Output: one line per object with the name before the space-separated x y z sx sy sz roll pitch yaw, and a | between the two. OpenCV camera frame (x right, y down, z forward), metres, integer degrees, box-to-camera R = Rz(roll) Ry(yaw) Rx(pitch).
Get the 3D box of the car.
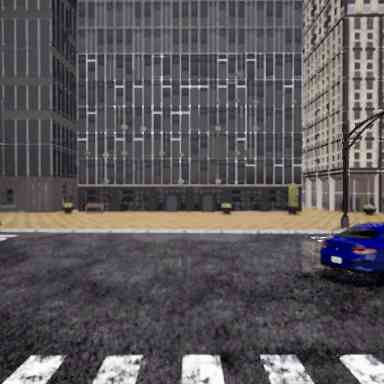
car | 5.834 1.609 9.707 4.674 1.442 1.812 0 -1 -26
